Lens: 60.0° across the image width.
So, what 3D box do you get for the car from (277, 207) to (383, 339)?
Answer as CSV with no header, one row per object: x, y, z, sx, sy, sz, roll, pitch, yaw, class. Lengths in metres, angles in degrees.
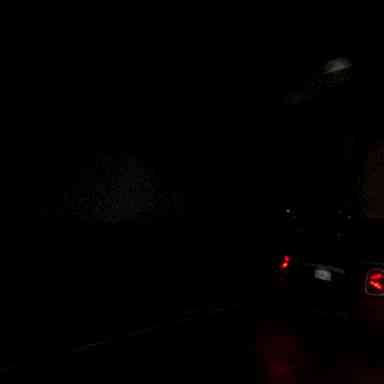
3.786,1.311,6.486,4.553,1.767,2.097,0,0,-36,car

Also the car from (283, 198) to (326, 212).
6.838,1.244,21.883,4.553,1.767,2.097,0,0,-36,car

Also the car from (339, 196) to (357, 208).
11.352,1.092,20.826,5.566,2.045,2.150,-1,0,-36,car
